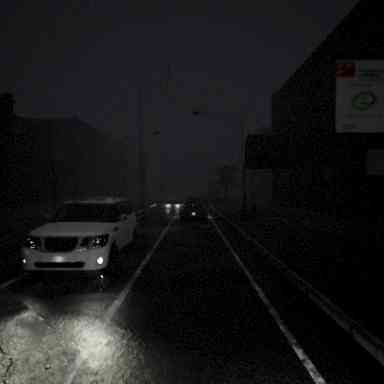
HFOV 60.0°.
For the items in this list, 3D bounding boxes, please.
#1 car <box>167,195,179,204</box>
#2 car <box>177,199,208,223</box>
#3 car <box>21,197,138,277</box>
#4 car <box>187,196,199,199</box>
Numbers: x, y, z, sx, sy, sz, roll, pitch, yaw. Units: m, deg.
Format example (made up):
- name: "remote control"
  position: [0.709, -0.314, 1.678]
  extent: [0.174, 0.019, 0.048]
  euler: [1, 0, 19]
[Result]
- name: "car"
  position: [-3.039, 1.173, 54.191]
  extent: [1.812, 1.442, 4.674]
  euler: [-1, 0, 0]
- name: "car"
  position: [0.110, 1.457, 24.634]
  extent: [1.994, 1.385, 4.181]
  euler: [0, 0, 0]
- name: "car"
  position: [-3.098, 1.194, 10.498]
  extent: [2.150, 2.045, 5.566]
  euler: [0, 0, 0]
- name: "car"
  position: [0.118, 1.283, 41.275]
  extent: [1.837, 1.490, 4.892]
  euler: [0, 1, 0]
